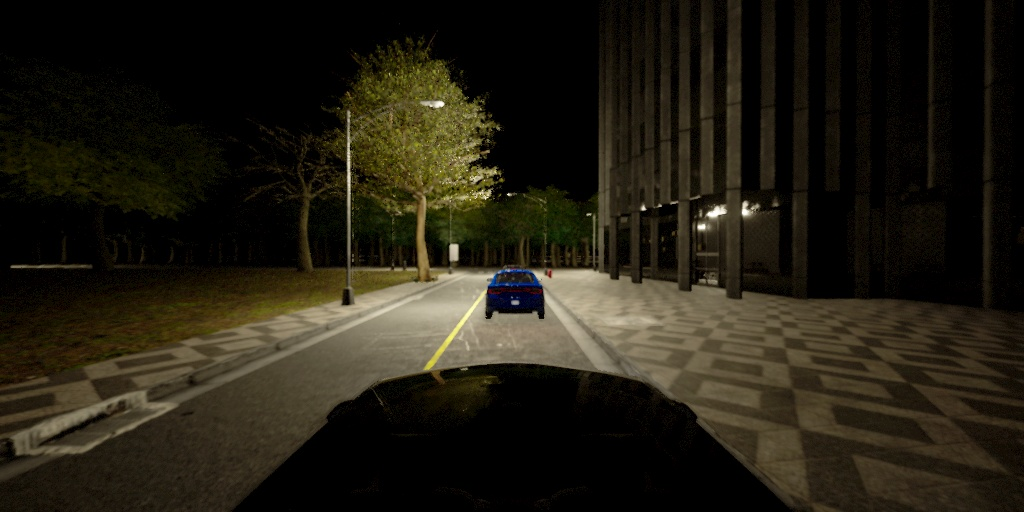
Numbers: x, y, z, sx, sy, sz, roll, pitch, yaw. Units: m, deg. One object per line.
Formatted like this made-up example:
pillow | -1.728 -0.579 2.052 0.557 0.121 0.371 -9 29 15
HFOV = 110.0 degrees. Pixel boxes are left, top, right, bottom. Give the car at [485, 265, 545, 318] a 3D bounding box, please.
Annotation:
car | 0.098 1.231 12.947 1.882 1.535 5.008 0 0 0
